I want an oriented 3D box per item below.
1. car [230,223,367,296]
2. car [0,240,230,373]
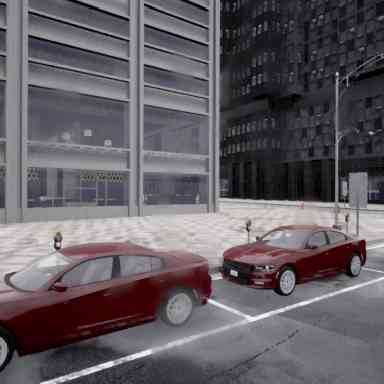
[{"bbox_3d":[2.754,1.545,8.642,4.507,1.381,1.887,0,0,-36],"label":"car"},{"bbox_3d":[-1.739,1.545,5.426,4.507,1.381,1.887,0,0,-36],"label":"car"}]
